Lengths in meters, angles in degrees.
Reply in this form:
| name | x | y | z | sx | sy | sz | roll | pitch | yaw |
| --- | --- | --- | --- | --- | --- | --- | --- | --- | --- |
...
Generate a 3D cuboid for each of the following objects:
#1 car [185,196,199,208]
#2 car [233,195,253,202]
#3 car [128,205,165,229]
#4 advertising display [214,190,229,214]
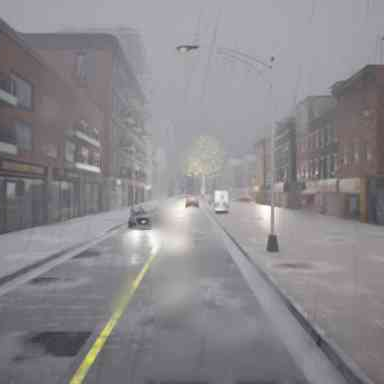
| name | x | y | z | sx | sy | sz | roll | pitch | yaw |
| --- | --- | --- | --- | --- | --- | --- | --- | --- | --- |
| car | 0.036 | 1.559 | 46.103 | 1.895 | 1.301 | 4.718 | 0 | 0 | 0 |
| car | 10.944 | 1.455 | 71.831 | 4.097 | 1.590 | 1.967 | 0 | 0 | 0 |
| car | -2.841 | 1.543 | 21.391 | 1.994 | 1.385 | 4.181 | 0 | 0 | 0 |
| advertising display | 3.016 | 0.993 | 33.859 | 1.540 | 2.440 | 0.280 | 0 | 0 | 0 |
